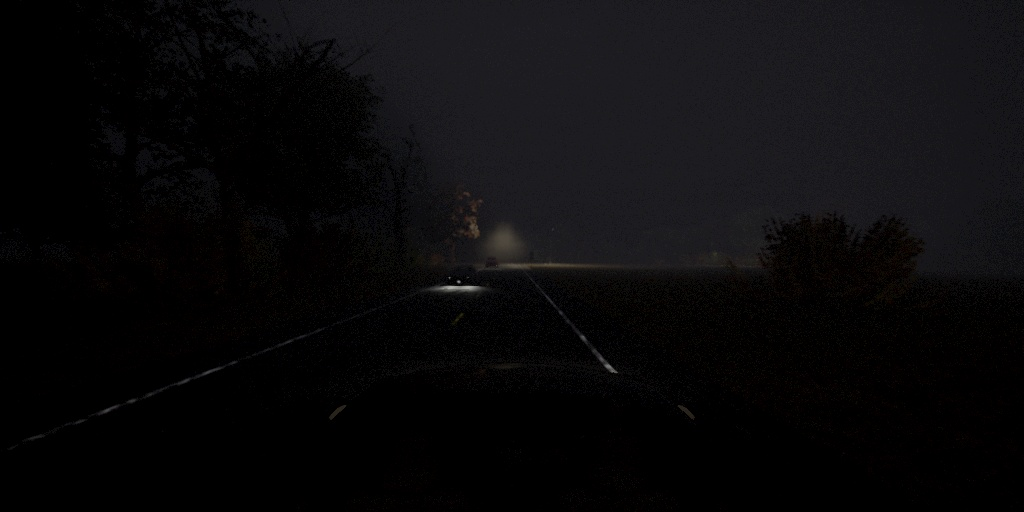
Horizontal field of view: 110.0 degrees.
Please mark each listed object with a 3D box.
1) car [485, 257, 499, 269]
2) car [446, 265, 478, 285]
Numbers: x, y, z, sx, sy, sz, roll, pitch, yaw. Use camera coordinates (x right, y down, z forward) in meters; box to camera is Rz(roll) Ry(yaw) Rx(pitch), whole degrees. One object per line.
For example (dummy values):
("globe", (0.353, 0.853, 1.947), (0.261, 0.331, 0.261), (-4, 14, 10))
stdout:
("car", (-3.504, 1.138, 62.979), (2.150, 2.045, 5.566), (0, 1, 0))
("car", (-3.599, 1.376, 26.967), (2.033, 1.411, 5.357), (0, 0, 0))
